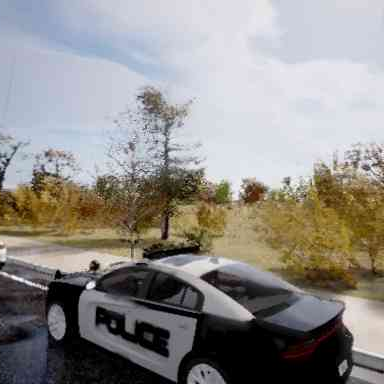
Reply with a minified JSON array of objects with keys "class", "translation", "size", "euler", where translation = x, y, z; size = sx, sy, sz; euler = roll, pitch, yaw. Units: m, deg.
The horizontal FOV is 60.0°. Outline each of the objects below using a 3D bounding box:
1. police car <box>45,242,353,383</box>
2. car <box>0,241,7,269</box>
[{"class":"police car","translation":[-0.431,1.627,5.101],"size":[5.238,1.638,1.930],"euler":[-1,-3,40]},{"class":"car","translation":[-7.989,1.861,11.390],"size":[4.674,1.442,1.812],"euler":[-1,-3,40]}]
